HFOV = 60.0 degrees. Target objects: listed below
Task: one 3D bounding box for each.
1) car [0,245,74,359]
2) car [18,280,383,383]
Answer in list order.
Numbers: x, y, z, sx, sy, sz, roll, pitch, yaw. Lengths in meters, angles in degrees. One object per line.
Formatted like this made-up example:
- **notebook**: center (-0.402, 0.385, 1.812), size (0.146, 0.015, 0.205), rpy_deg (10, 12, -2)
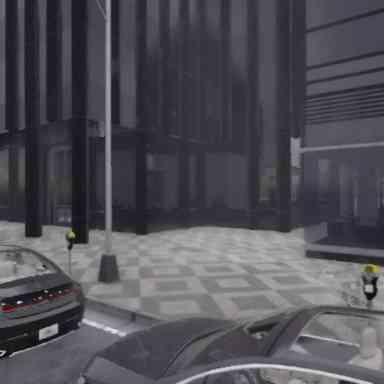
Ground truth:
- **car**: center (-3.618, 1.562, 5.543), size (4.403, 1.369, 2.008), rpy_deg (0, 0, 35)
- **car**: center (0.957, 1.551, 2.282), size (4.403, 1.369, 2.008), rpy_deg (0, 0, 35)
